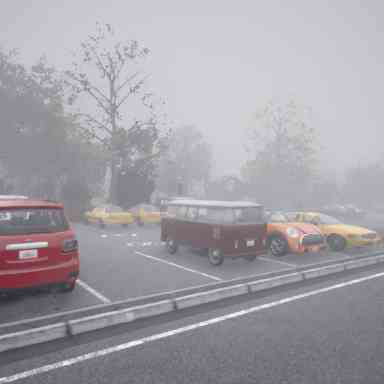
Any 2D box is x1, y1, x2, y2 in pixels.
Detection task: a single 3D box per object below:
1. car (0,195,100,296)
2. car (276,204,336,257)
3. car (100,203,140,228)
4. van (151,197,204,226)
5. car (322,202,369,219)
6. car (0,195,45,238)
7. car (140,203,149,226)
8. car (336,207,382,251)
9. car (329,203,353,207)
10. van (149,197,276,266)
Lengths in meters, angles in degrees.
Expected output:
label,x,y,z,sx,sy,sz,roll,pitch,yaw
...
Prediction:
label,x,y,z,sx,sy,sz,roll,pitch,yaw
car,-4.474,1.200,8.071,2.435,2.045,5.566,1,0,-36
car,3.008,1.417,13.473,2.185,1.767,4.553,1,-1,-36
car,-5.787,1.516,22.447,1.946,1.575,5.366,1,0,-36
van,-1.181,1.375,25.392,1.878,1.987,4.442,1,-1,-36
car,18.181,2.128,39.500,2.185,1.767,4.553,2,-1,-35
car,-10.299,1.210,18.934,2.435,2.045,5.566,0,0,-36
car,-3.627,1.553,24.002,1.946,1.575,5.366,1,-1,-36
car,5.500,1.587,15.001,1.946,1.575,5.366,1,-1,-36
car,15.632,2.190,37.608,2.002,1.452,4.674,2,-1,-36
van,0.495,1.280,11.767,1.878,1.987,4.442,1,0,-36
